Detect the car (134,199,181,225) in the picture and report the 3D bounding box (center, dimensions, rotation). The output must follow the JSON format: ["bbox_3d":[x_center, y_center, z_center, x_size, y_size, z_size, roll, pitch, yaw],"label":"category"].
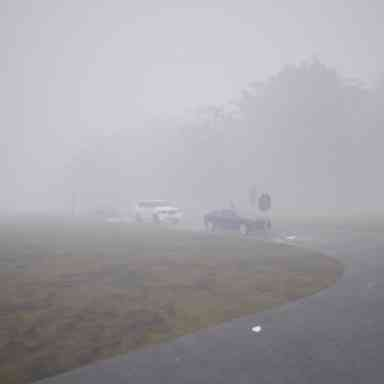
[{"bbox_3d":[-3.167,1.690,29.227,2.150,2.045,5.566,-1,-1,-35],"label":"car"}]

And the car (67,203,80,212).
[{"bbox_3d":[-20.861,2.763,59.190,1.882,1.535,5.008,-1,-1,-35],"label":"car"}]

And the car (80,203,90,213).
[{"bbox_3d":[-14.962,2.370,50.903,2.097,1.767,4.553,-1,-1,-35],"label":"car"}]

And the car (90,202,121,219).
[{"bbox_3d":[-9.852,2.253,38.652,1.837,1.490,4.892,-1,-1,-35],"label":"car"}]

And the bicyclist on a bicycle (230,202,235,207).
[{"bbox_3d":[3.640,1.752,29.968,1.656,1.620,0.582,0,-1,-35],"label":"bicyclist on a bicycle"}]

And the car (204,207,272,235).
[{"bbox_3d":[2.747,1.711,20.885,1.882,1.535,5.008,-1,-1,-35],"label":"car"}]
